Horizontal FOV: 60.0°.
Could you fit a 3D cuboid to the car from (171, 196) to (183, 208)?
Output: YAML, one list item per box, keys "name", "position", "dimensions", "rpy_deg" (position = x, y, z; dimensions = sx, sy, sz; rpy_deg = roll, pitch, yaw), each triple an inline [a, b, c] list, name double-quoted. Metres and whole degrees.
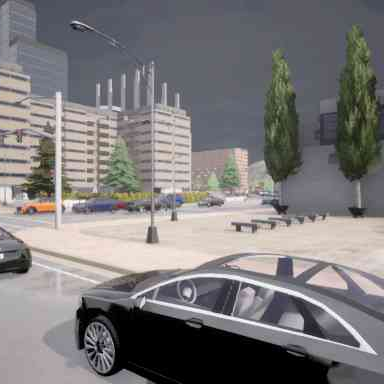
- name: "car"
  position: [-3.967, 1.547, 41.895]
  dimensions: [2.033, 1.411, 5.357]
  rpy_deg: [0, 0, 41]

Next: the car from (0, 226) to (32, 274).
- name: "car"
  position: [-6.318, 1.564, 9.473]
  dimensions: [4.181, 1.385, 1.994]
  rpy_deg: [0, 0, 40]

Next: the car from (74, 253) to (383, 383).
- name: "car"
  position: [0.588, 1.492, 3.855]
  dimensions: [4.902, 1.511, 2.128]
  rpy_deg: [0, 0, 37]

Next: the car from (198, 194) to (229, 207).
- name: "car"
  position: [2.845, 1.491, 49.741]
  dimensions: [2.128, 1.511, 4.902]
  rpy_deg: [0, 0, 41]

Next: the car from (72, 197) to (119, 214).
- name: "car"
  position: [-10.170, 1.352, 34.733]
  dimensions: [2.097, 1.767, 4.553]
  rpy_deg: [0, 0, 41]

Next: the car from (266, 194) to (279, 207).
- name: "car"
  position: [14.009, 1.478, 51.653]
  dimensions: [1.882, 1.535, 5.008]
  rpy_deg: [0, 0, 41]

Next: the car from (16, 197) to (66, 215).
- name: "car"
  position: [-15.432, 1.352, 34.102]
  dimensions: [2.097, 1.767, 4.553]
  rpy_deg: [0, 0, 42]

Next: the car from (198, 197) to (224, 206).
- name: "car"
  position: [3.141, 1.526, 55.403]
  dimensions: [1.812, 1.442, 4.674]
  rpy_deg: [0, 0, 41]

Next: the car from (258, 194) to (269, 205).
- name: "car"
  position: [13.837, 1.547, 56.799]
  dimensions: [2.033, 1.411, 5.357]
  rpy_deg: [0, 0, 41]

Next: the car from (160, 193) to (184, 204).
- name: "car"
  position: [-3.575, 1.221, 47.686]
  dimensions: [2.150, 2.045, 5.566]
  rpy_deg: [0, 0, 41]

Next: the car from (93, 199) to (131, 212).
- name: "car"
  position: [-9.733, 1.564, 40.577]
  dimensions: [1.994, 1.385, 4.181]
  rpy_deg: [0, 0, 41]

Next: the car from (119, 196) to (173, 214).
- name: "car"
  position: [-4.794, 1.491, 35.288]
  dimensions: [2.128, 1.511, 4.902]
  rpy_deg: [0, 0, 41]
